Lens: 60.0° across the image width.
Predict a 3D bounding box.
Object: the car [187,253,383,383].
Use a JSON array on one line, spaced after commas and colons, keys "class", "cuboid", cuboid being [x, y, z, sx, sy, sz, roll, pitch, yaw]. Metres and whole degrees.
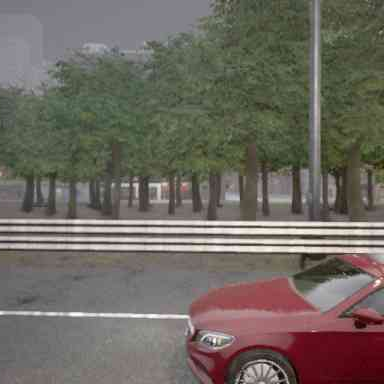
[{"class": "car", "cuboid": [2.273, 1.521, 4.060, 4.674, 1.442, 1.812, 0, 0, 3]}]
